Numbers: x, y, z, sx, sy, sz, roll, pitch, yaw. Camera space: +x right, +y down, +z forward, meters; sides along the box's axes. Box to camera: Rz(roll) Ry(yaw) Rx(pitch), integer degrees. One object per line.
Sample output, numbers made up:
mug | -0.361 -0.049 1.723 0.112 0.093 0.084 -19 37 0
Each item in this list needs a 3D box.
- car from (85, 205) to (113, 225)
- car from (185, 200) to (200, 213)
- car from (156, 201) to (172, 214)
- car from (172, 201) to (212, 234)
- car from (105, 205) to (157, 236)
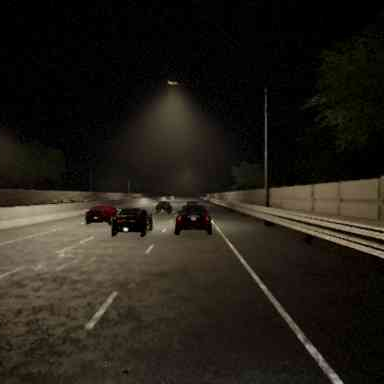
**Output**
car | -6.926 1.730 26.386 1.882 1.535 5.008 0 0 0
car | 0.058 1.918 44.740 1.882 1.535 5.008 0 0 0
car | -3.439 1.909 41.128 1.837 1.490 4.892 0 0 0
car | 0.080 1.550 20.839 2.097 1.767 4.553 0 -1 0
car | -3.420 1.691 19.568 1.837 1.490 4.892 0 0 0
